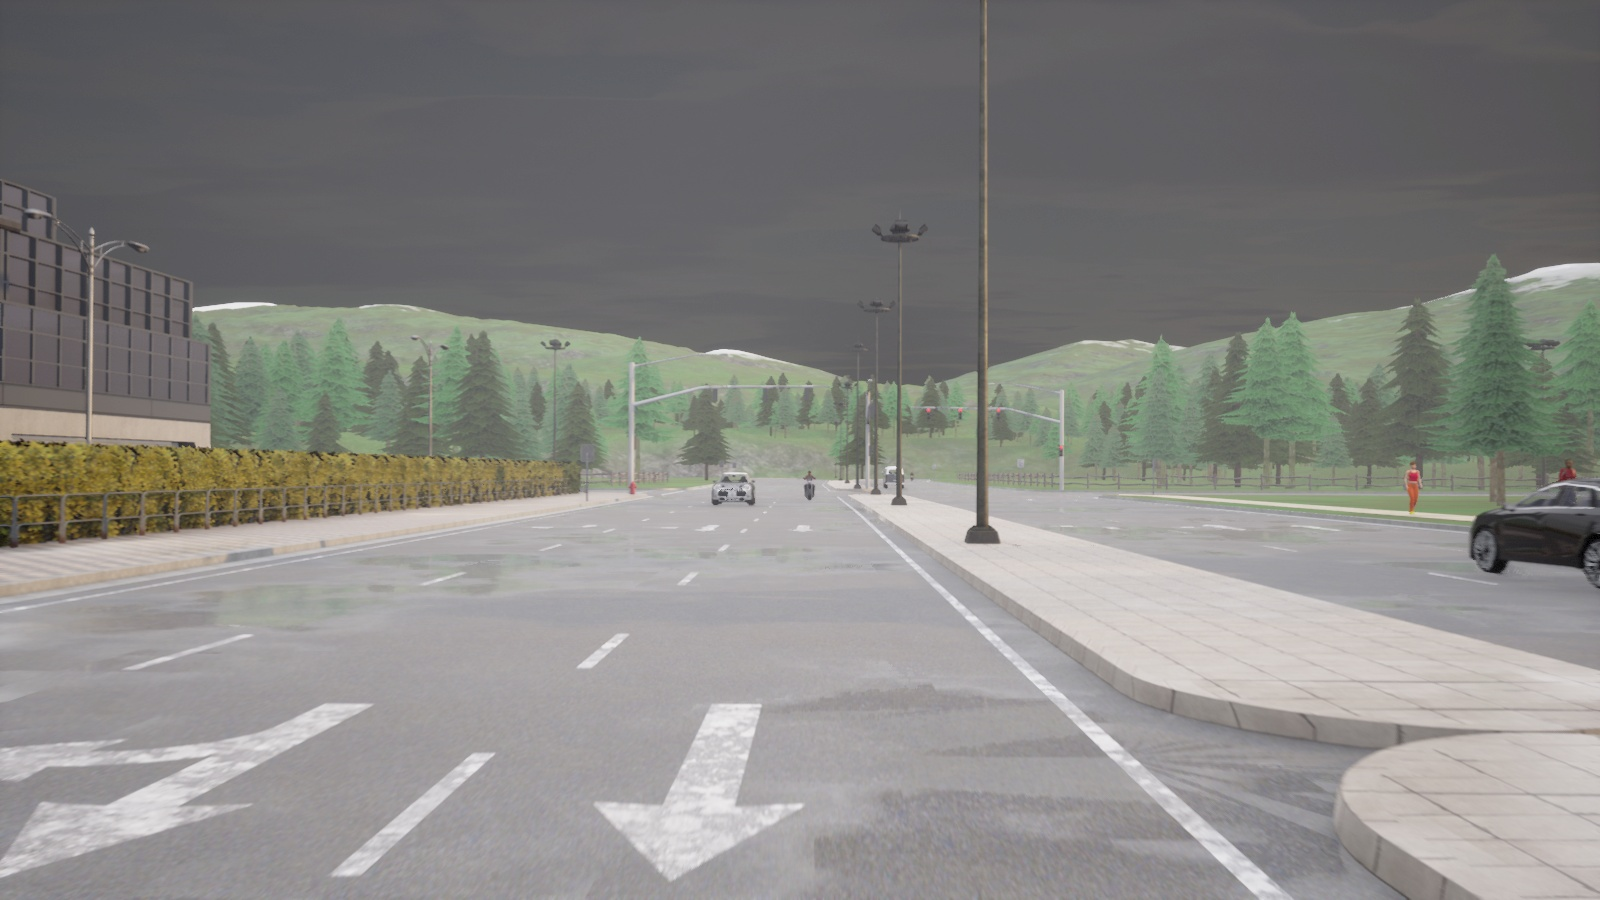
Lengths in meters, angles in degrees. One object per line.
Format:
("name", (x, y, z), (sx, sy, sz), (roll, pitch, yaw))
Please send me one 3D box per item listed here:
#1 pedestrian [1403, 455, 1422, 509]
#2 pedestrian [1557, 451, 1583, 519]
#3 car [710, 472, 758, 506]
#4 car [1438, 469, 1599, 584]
("pedestrian", (20.846, 1.096, 42.743), (0.345, 1.836, 0.594), (0, -1, 2))
("pedestrian", (21.209, 0.957, 34.603), (0.331, 1.846, 0.636), (0, -1, 2))
("car", (-2.989, 1.770, 57.789), (1.970, 1.475, 3.806), (0, -1, 0))
("car", (11.648, 1.037, 18.411), (2.128, 1.511, 4.902), (0, -1, 1))
